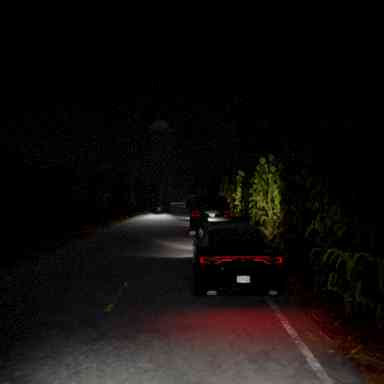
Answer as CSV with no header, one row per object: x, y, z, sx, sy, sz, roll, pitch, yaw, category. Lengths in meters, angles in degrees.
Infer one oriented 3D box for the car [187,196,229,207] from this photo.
0.964,1.221,18.718,2.150,2.045,5.566,0,0,0,car

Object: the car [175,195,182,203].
-3.178,1.477,70.402,1.882,1.535,5.008,0,0,0,car

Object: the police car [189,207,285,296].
0.961,1.425,8.798,1.930,1.638,5.238,0,0,0,police car

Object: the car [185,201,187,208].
0.025,1.547,46.780,2.033,1.411,5.357,0,0,1,car

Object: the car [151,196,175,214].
-3.294,1.491,35.770,2.128,1.511,4.902,0,0,0,car

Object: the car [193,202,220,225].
0.965,1.526,24.688,1.812,1.442,4.674,0,0,0,car
